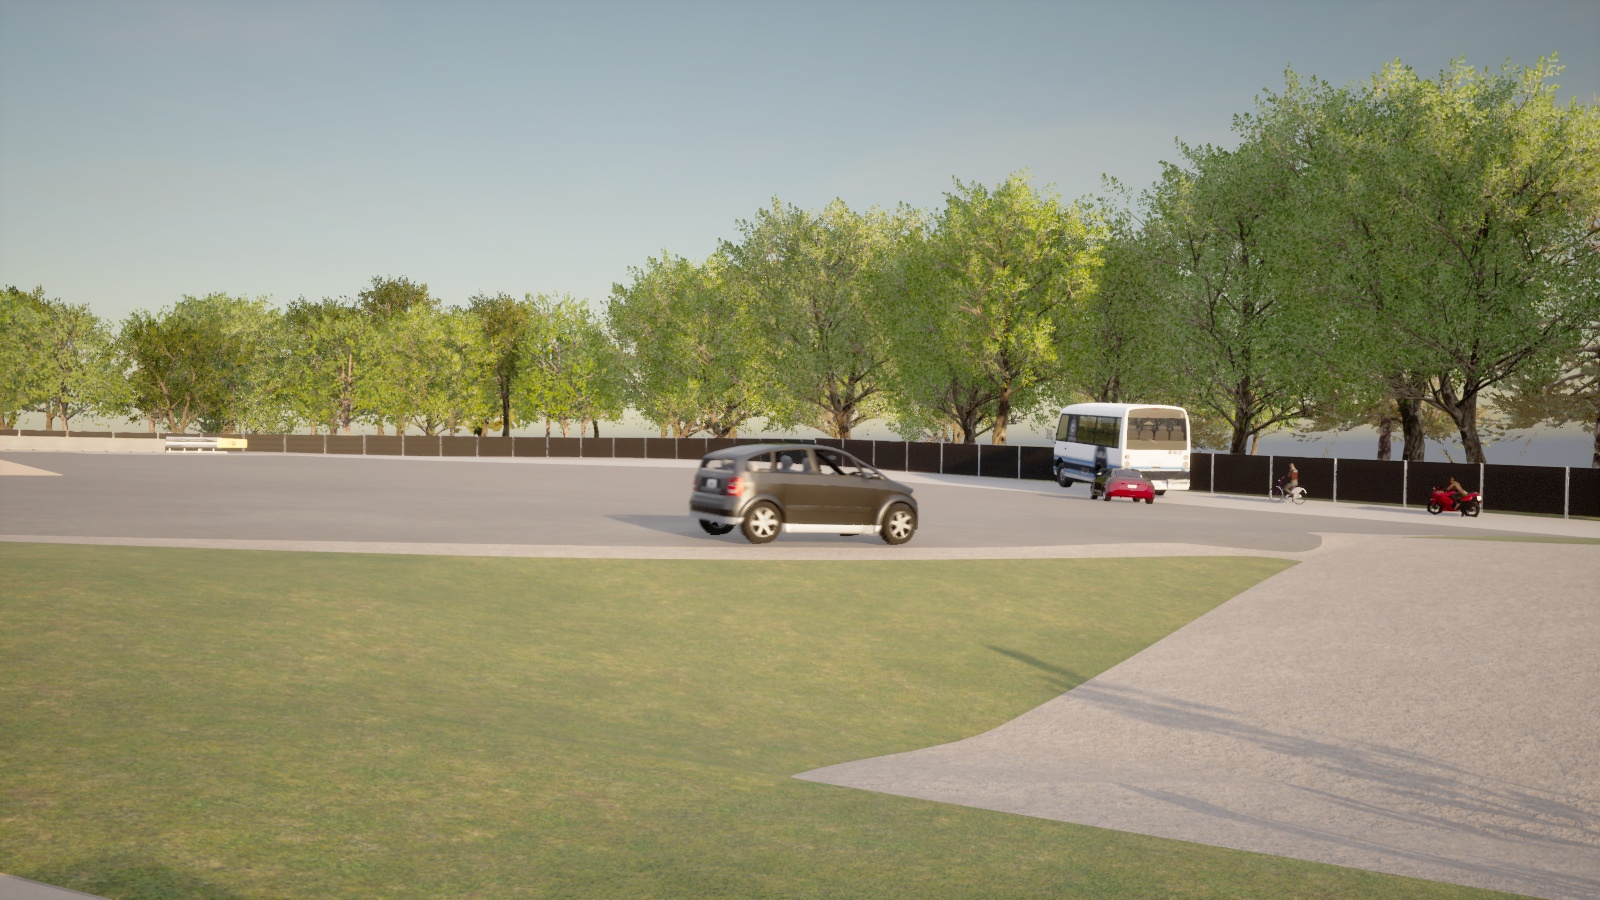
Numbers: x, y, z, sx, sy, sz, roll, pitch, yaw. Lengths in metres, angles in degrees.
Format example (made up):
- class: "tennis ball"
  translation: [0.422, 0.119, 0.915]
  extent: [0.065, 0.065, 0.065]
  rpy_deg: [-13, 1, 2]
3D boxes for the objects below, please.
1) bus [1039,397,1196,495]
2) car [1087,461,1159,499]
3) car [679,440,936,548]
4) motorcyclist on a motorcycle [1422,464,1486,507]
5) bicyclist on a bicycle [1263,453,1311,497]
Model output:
- class: "bus"
  translation: [15.038, -0.399, 60.701]
  extent: [3.944, 4.253, 10.273]
  rpy_deg: [0, 3, -6]
- class: "car"
  translation: [13.017, 1.173, 50.852]
  extent: [1.994, 1.385, 4.181]
  rpy_deg: [2, 0, 3]
- class: "car"
  translation: [0.141, 0.692, 20.247]
  extent: [3.705, 1.549, 1.789]
  rpy_deg: [2, 1, -31]
- class: "motorcyclist on a motorcycle"
  translation: [25.129, 1.341, 48.272]
  extent: [0.797, 1.523, 2.044]
  rpy_deg: [-2, 2, -38]
- class: "bicyclist on a bicycle"
  translation: [20.938, 1.057, 53.995]
  extent: [0.659, 1.776, 1.843]
  rpy_deg: [-2, 2, -35]
